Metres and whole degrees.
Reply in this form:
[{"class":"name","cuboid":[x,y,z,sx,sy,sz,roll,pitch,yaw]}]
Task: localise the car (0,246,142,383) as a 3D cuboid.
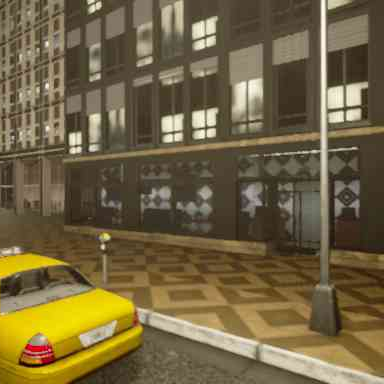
[{"class":"car","cuboid":[-2.895,1.495,4.949,4.829,1.417,1.752,0,0,35]}]
